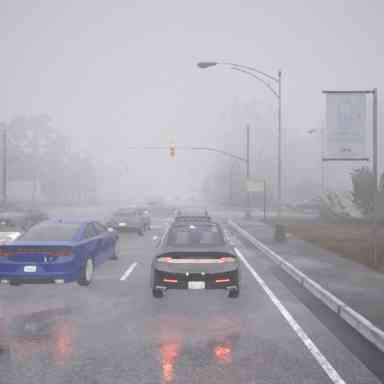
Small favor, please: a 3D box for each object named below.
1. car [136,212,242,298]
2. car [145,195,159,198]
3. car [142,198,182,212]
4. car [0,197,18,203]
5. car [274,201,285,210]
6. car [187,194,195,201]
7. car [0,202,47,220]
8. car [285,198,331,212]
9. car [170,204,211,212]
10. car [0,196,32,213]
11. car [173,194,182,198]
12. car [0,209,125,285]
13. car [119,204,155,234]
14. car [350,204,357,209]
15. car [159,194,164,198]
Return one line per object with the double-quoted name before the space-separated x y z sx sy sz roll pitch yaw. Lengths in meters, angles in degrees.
"car" 0.073 1.492 8.508 2.128 1.511 4.902 0 0 0
"car" -7.278 1.505 56.623 1.837 1.490 4.892 0 0 0
"car" -3.331 1.601 35.338 4.718 1.301 1.895 0 0 3
"car" -20.299 1.221 32.581 5.566 2.045 2.150 0 0 6
"car" 12.852 1.491 41.701 4.902 1.511 2.128 0 0 3
"car" -0.302 1.518 85.713 2.128 1.511 4.902 0 0 0
"car" -10.651 1.564 20.770 1.994 1.385 4.181 0 0 0
"car" 13.570 1.526 38.143 4.674 1.442 1.812 0 0 3
"car" 0.038 1.478 18.004 1.882 1.535 5.008 0 0 0
"car" -20.153 1.352 36.227 4.553 1.767 2.097 0 0 3
"car" -3.800 1.471 85.318 1.882 1.535 5.008 0 0 0
"car" -3.432 1.478 9.513 1.882 1.535 5.008 0 0 0
"car" -3.463 1.564 18.504 1.994 1.385 4.181 0 0 0
"car" 22.589 1.543 41.174 5.357 1.411 2.033 0 0 3
"car" -7.261 1.505 65.991 1.837 1.490 4.892 0 0 0
